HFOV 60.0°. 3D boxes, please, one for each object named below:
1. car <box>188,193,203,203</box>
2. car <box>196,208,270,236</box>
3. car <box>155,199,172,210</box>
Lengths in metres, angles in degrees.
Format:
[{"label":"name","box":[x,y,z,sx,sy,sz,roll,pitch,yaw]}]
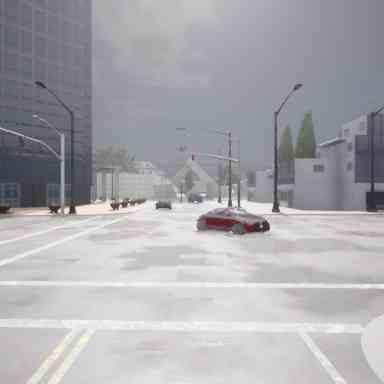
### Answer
[{"label":"car","box":[0.708,1.221,67.382,2.150,2.045,5.566,0,0,12]},{"label":"car","box":[2.180,1.570,18.435,1.994,1.385,4.181,0,0,-43]},{"label":"car","box":[-3.619,1.601,42.834,1.895,1.301,4.718,0,0,0]}]
